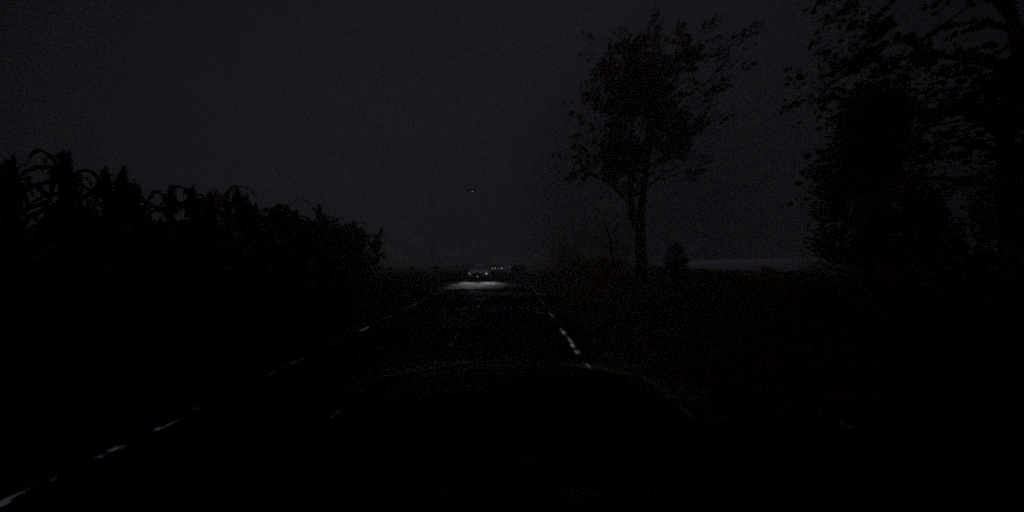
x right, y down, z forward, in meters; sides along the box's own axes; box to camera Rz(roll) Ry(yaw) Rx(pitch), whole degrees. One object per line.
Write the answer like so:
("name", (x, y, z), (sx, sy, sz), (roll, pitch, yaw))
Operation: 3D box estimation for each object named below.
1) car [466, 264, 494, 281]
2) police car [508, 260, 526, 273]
("car", (-2.834, 1.425, 31.713), (1.812, 1.442, 4.674), (0, 0, 0))
("police car", (0.827, 1.419, 47.515), (1.930, 1.638, 5.238), (0, 0, 0))
